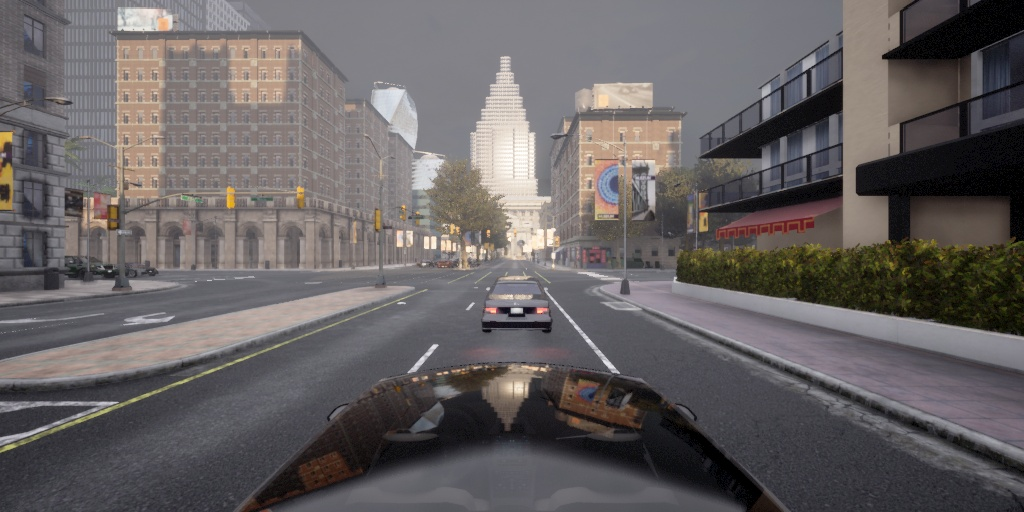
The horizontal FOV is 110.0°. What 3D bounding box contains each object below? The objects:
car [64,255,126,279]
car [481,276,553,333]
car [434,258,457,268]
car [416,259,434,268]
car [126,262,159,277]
[{"bbox_3d":[-37.607,0.971,31.067,5.566,2.045,2.150,0,0,0],"label":"car"},{"bbox_3d":[0.146,1.297,10.736,2.033,1.411,5.357,0,0,1],"label":"car"},{"bbox_3d":[-11.048,1.102,59.666,2.097,1.767,4.553,0,0,1],"label":"car"},{"bbox_3d":[-14.518,1.241,61.552,2.128,1.511,4.902,0,0,1],"label":"car"},{"bbox_3d":[-36.828,1.314,34.568,4.181,1.385,1.994,0,0,0],"label":"car"}]
